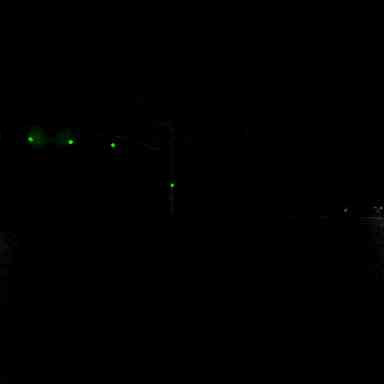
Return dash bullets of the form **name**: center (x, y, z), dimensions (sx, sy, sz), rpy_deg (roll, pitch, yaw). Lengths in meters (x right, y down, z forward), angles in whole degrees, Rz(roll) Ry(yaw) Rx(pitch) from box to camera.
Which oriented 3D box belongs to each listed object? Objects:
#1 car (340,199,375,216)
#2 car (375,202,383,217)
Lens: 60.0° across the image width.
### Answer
- **car**: center (16.642, 1.492, 32.720), dimensions (4.902, 1.511, 2.128), rpy_deg (0, 0, -31)
- **car**: center (19.050, 1.526, 30.082), dimensions (4.674, 1.442, 1.812), rpy_deg (0, 0, -31)
